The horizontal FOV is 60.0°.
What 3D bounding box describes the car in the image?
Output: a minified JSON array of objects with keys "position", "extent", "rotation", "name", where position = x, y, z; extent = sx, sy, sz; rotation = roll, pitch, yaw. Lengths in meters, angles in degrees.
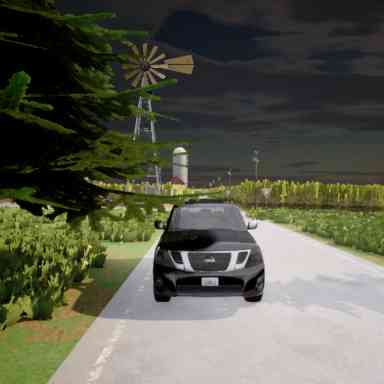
[{"position":[0.332,1.221,8.601],"extent":[2.150,2.045,5.566],"rotation":[0,0,0],"name":"car"}]
